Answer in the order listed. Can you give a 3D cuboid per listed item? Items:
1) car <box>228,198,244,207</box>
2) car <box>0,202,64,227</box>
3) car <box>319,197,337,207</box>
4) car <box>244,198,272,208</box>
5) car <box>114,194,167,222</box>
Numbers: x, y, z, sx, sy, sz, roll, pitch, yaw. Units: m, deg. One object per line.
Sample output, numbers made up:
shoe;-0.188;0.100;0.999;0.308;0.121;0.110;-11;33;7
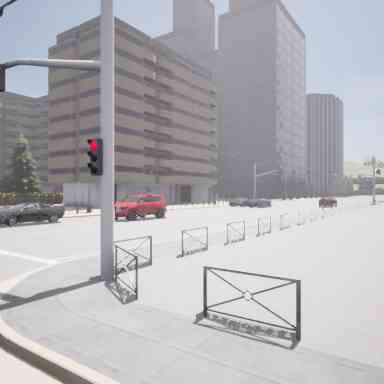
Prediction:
car;7.475;1.548;50.102;2.033;1.411;5.357;0;0;35
car;-11.302;1.492;22.987;2.128;1.511;4.902;0;0;35
car;20.783;1.478;50.716;1.882;1.535;5.008;0;0;35
car;9.584;1.601;47.016;1.895;1.301;4.718;0;0;35
car;-4.335;1.221;26.933;2.150;2.045;5.566;0;0;35
